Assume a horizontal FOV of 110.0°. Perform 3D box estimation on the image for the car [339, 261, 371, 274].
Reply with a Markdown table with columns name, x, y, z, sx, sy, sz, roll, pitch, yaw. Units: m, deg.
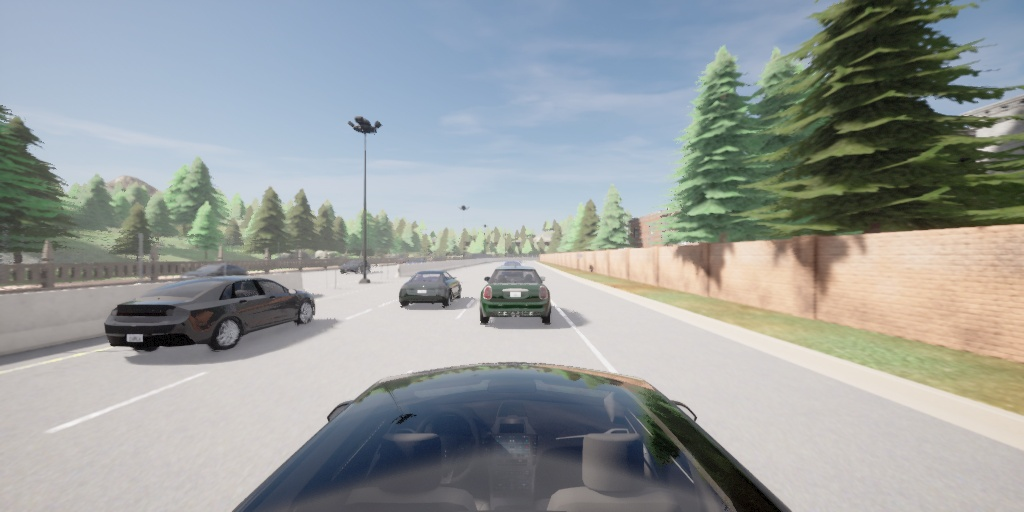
| name | x | y | z | sx | sy | sz | roll | pitch | yaw |
| --- | --- | --- | --- | --- | --- | --- | --- | --- | --- |
| car | -17.529 | 1.258 | 40.360 | 1.837 | 1.490 | 4.892 | 0 | -1 | 1 |

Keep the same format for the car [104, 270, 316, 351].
| name | x | y | z | sx | sy | sz | roll | pitch | yaw |
| --- | --- | --- | --- | --- | --- | --- | --- | --- | --- |
| car | -6.902 | 1.255 | 8.984 | 1.837 | 1.490 | 4.892 | 0 | 0 | 0 |

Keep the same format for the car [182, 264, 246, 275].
| name | x | y | z | sx | sy | sz | roll | pitch | yaw |
| --- | --- | --- | --- | --- | --- | --- | --- | --- | --- |
| car | -21.146 | 1.277 | 25.681 | 1.812 | 1.442 | 4.674 | 0 | 0 | 0 |

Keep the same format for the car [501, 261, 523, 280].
| name | x | y | z | sx | sy | sz | roll | pitch | yaw |
| --- | --- | --- | --- | --- | --- | --- | --- | --- | --- |
| car | 0.030 | 1.229 | 32.331 | 1.882 | 1.535 | 5.008 | 0 | 0 | 0 |

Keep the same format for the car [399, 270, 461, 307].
| name | x | y | z | sx | sy | sz | roll | pitch | yaw |
| --- | --- | --- | --- | --- | --- | --- | --- | --- | --- |
| car | -3.410 | 1.314 | 15.566 | 1.994 | 1.385 | 4.181 | 0 | 0 | 0 |

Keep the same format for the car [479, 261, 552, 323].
| name | x | y | z | sx | sy | sz | roll | pitch | yaw |
| --- | --- | --- | --- | --- | --- | --- | --- | --- | --- |
| car | 0.097 | 1.102 | 12.189 | 2.097 | 1.767 | 4.553 | 0 | 0 | 0 |

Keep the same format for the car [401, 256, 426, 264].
| name | x | y | z | sx | sy | sz | roll | pitch | yaw |
| --- | --- | --- | --- | --- | --- | --- | --- | --- | --- |
| car | -13.746 | 1.103 | 51.233 | 2.097 | 1.767 | 4.553 | 0 | 0 | 2 |
